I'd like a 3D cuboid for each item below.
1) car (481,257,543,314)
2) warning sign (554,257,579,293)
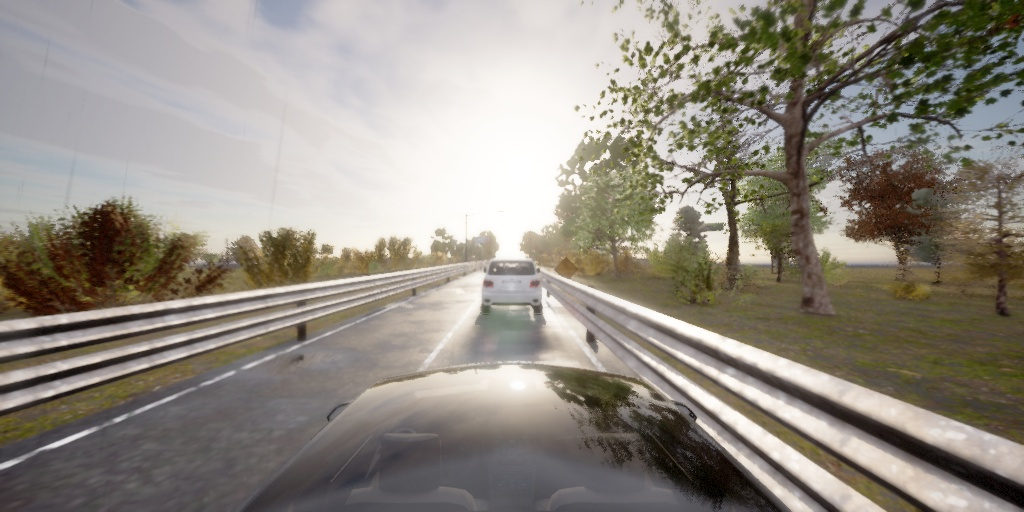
[{"bbox_3d":[-0.001,1.069,14.413,2.150,2.045,5.566,0,0,0],"label":"car"},{"bbox_3d":[2.839,0.971,18.649,1.300,1.860,1.060,0,0,0],"label":"warning sign"}]
